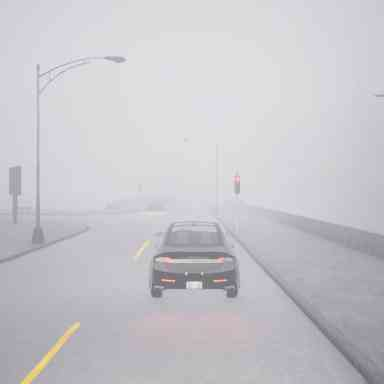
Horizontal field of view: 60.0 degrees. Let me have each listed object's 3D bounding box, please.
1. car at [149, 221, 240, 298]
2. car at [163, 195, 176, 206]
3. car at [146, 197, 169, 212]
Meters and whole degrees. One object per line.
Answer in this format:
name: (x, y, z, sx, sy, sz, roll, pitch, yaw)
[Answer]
car: (0.059, 1.492, 8.514, 2.128, 1.511, 4.902, 0, 0, 0)
car: (-4.111, 1.351, 54.041, 2.097, 1.767, 4.553, 0, 0, 0)
car: (-4.115, 1.564, 38.344, 1.994, 1.385, 4.181, 0, 0, 0)
